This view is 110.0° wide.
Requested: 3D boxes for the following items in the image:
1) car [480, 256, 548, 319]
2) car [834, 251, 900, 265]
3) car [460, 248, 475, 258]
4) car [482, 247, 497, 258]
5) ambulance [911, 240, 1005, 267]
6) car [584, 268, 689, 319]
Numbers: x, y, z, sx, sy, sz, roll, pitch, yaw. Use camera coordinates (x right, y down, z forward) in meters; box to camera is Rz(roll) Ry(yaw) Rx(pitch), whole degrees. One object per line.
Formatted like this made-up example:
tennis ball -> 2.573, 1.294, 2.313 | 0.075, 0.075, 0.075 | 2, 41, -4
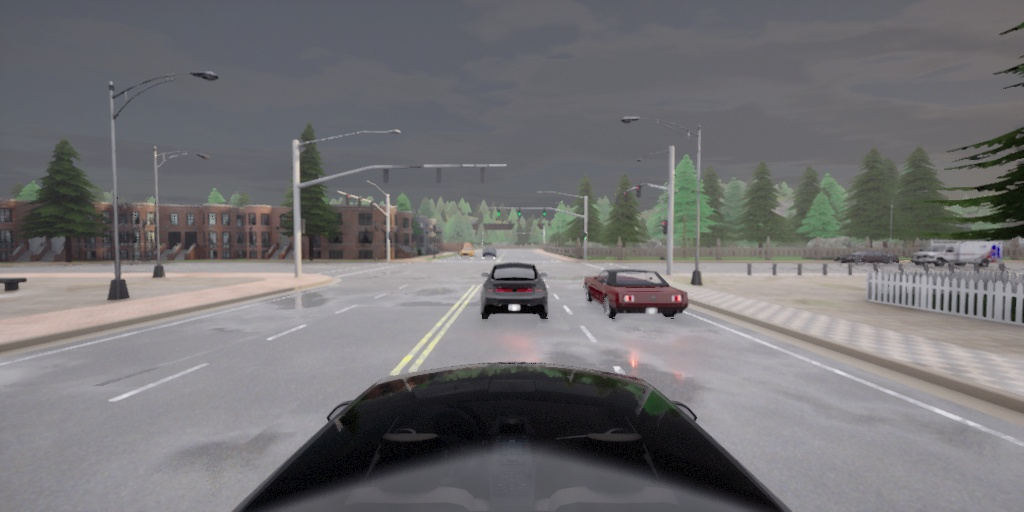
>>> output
car -> 0.072, 0.945, 11.341 | 1.837, 1.490, 4.892 | 0, 2, 0
car -> 36.536, 0.159, 36.971 | 5.357, 1.411, 2.033 | 0, 2, 0
car -> -7.056, -0.555, 56.956 | 1.882, 1.535, 5.008 | 0, 2, 1
car -> -3.558, -0.685, 57.070 | 2.097, 1.767, 4.553 | 0, 2, 1
ambulance -> 41.242, -0.244, 33.364 | 6.366, 2.431, 2.351 | 0, 2, 0
car -> 3.572, 1.039, 11.350 | 1.895, 1.301, 4.718 | 0, 2, 0
